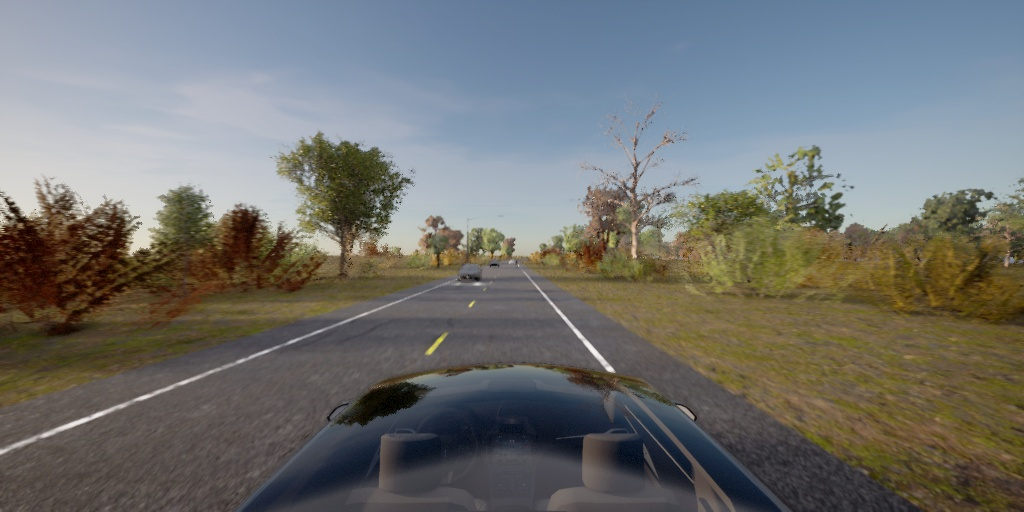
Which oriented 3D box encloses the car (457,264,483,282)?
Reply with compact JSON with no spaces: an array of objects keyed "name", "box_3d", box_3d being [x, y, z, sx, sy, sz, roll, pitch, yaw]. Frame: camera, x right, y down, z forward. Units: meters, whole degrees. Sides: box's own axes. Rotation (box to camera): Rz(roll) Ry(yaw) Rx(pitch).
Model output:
[{"name":"car","box_3d":[-3.590,1.454,31.420,1.837,1.490,4.892,0,0,0]}]
